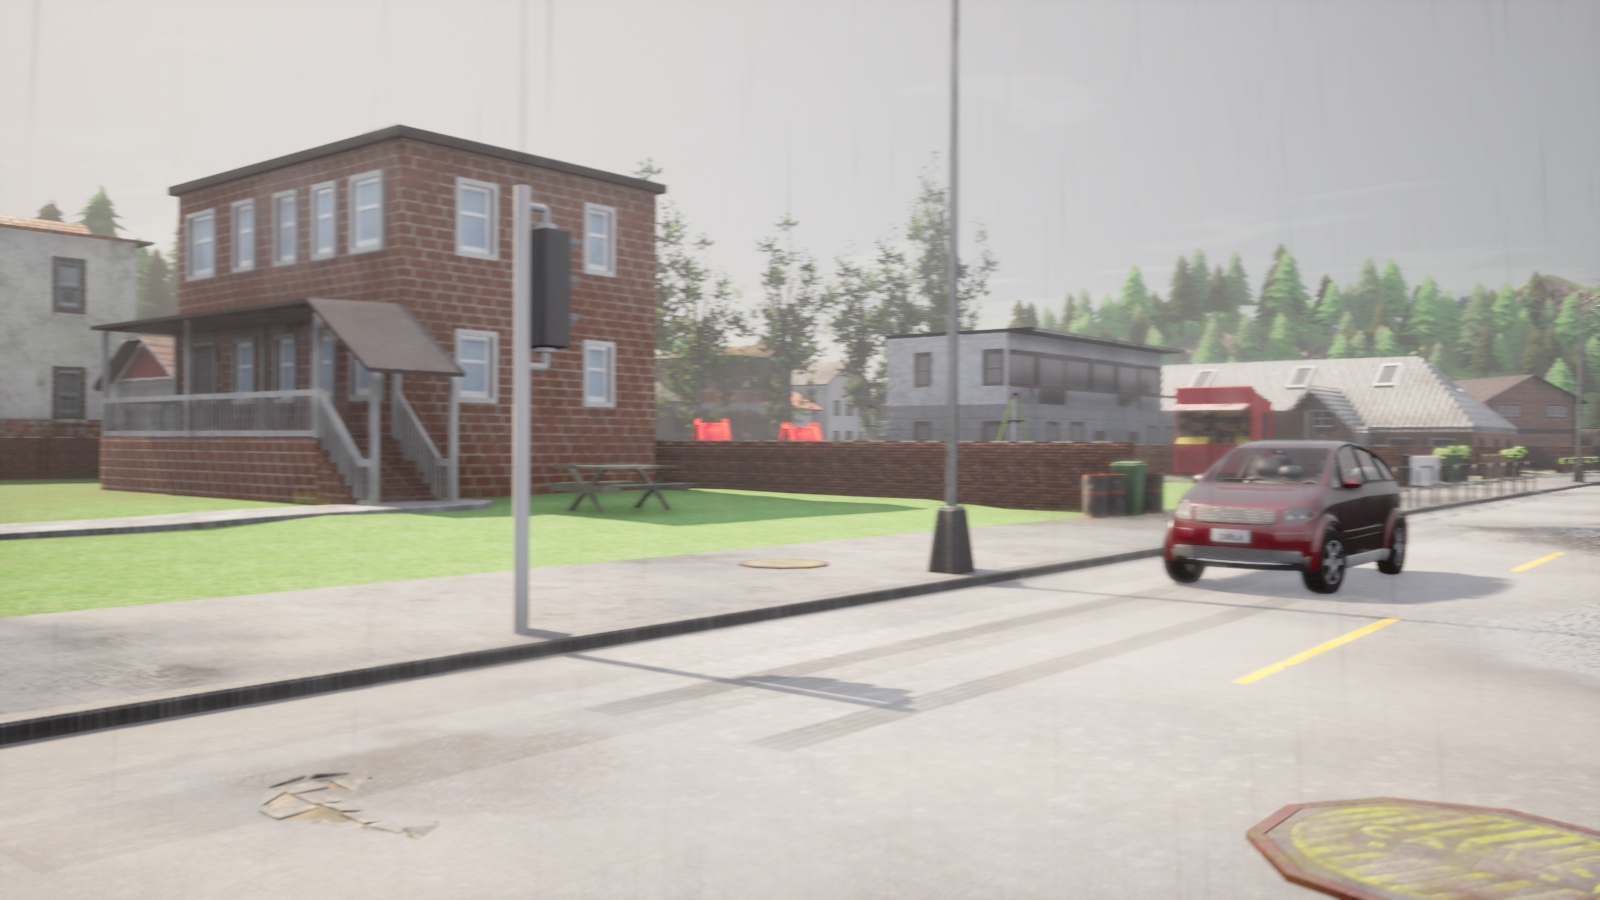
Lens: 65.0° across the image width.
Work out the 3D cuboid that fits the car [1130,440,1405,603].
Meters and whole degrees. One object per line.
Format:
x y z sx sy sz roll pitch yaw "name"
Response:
5.299 0.676 13.980 1.789 1.549 3.705 1 0 39 "car"
